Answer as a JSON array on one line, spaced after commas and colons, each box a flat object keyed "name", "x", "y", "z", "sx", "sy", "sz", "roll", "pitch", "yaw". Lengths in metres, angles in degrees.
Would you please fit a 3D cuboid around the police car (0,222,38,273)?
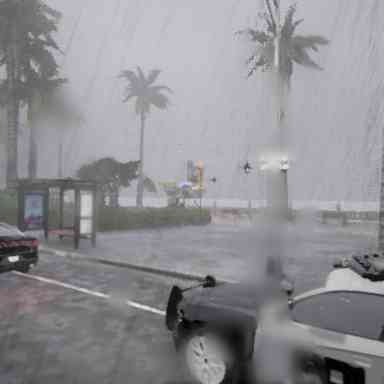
[{"name": "police car", "x": -6.786, "y": 1.509, "z": 9.970, "sx": 5.238, "sy": 1.638, "sz": 1.930, "roll": 0, "pitch": -1, "yaw": 32}]

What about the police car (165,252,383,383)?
[{"name": "police car", "x": 1.905, "y": 1.532, "z": 3.678, "sx": 5.238, "sy": 1.638, "sz": 1.930, "roll": 0, "pitch": -1, "yaw": 39}]
